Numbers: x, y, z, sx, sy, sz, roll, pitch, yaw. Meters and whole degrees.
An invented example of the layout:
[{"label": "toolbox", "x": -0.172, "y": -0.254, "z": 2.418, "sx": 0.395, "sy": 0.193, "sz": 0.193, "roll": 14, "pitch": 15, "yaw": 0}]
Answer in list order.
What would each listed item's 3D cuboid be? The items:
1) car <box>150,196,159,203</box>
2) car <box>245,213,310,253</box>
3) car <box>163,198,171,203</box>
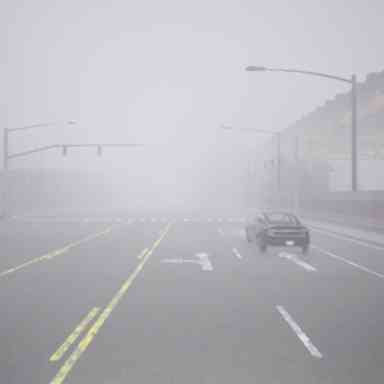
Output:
[{"label": "car", "x": -10.516, "y": 2.101, "z": 93.765, "sx": 2.150, "sy": 2.045, "sz": 5.566, "roll": 0, "pitch": -1, "yaw": 0}, {"label": "car", "x": 3.501, "y": 1.627, "z": 14.289, "sx": 2.128, "sy": 1.511, "sz": 4.902, "roll": 0, "pitch": 0, "yaw": 0}, {"label": "car", "x": -7.017, "y": 2.403, "z": 93.985, "sx": 2.128, "sy": 1.511, "sz": 4.902, "roll": 0, "pitch": -1, "yaw": 0}]
